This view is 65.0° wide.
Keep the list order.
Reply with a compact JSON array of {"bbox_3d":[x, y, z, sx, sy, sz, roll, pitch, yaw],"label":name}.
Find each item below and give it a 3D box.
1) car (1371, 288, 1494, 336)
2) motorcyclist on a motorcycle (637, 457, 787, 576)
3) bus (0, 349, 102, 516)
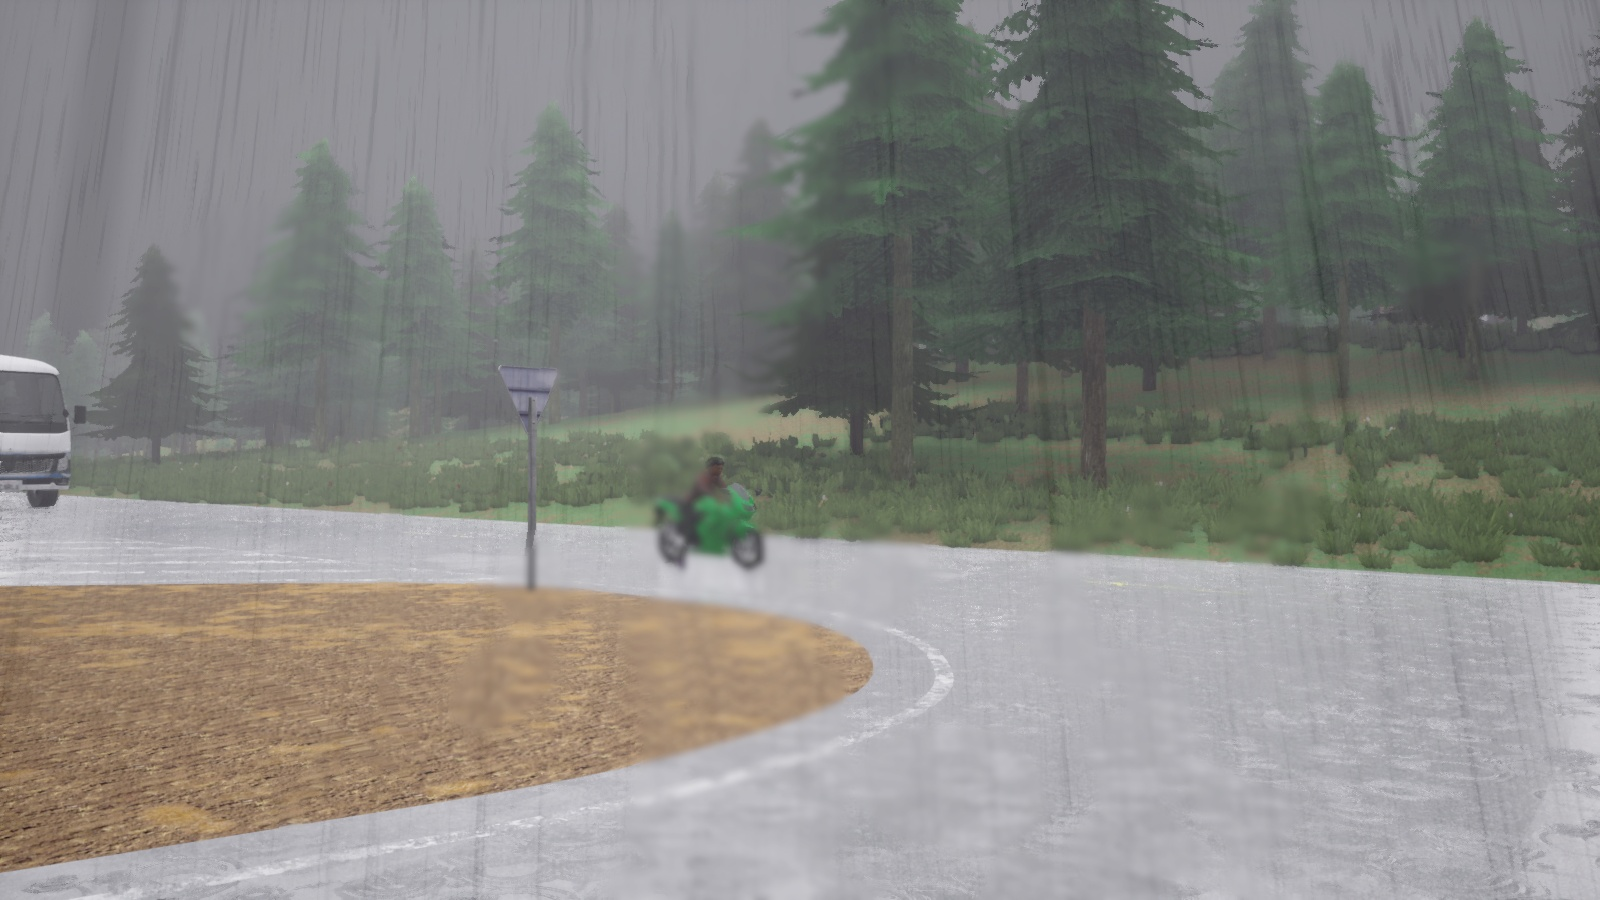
[{"bbox_3d":[27.763,-6.083,55.303,4.605,1.855,1.932,3,1,21],"label":"car"},{"bbox_3d":[-1.223,0.864,17.152,2.044,1.523,0.797,0,0,39],"label":"motorcyclist on a motorcycle"},{"bbox_3d":[-24.132,-0.431,35.686,10.273,4.253,3.944,0,0,39],"label":"bus"}]
